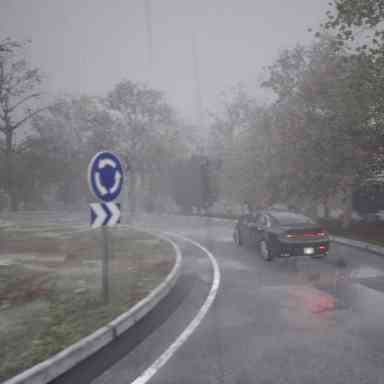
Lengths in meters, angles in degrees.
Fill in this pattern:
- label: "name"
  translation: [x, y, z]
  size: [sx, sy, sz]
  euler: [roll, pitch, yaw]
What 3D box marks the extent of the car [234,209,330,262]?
- label: "car"
  translation: [2.873, 1.359, 11.634]
  size: [1.837, 1.490, 4.892]
  euler: [-2, 1, -9]
